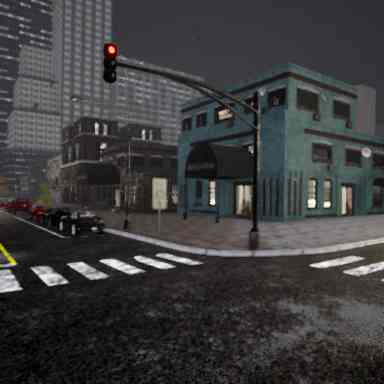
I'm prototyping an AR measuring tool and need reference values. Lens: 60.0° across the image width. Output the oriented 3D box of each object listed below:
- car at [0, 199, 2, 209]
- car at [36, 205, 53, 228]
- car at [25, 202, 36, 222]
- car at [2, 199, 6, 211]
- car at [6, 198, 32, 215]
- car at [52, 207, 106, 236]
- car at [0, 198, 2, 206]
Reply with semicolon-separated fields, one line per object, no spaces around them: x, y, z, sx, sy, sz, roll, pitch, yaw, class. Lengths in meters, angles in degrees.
-29.170;1.784;51.928;1.967;1.590;4.097;1;-1;-35;car
-9.492;1.745;23.753;1.947;1.339;4.313;1;-1;-35;car
-12.613;1.787;28.257;1.802;1.307;4.206;1;-1;-35;car
-22.806;1.730;42.834;1.967;1.590;4.097;1;-1;-35;car
-19.616;1.579;38.290;2.192;1.841;5.009;1;-1;-35;car
-6.370;1.704;19.247;2.008;1.369;4.403;1;-1;-35;car
-38.751;1.952;65.756;1.752;1.417;4.829;1;-1;-35;car
